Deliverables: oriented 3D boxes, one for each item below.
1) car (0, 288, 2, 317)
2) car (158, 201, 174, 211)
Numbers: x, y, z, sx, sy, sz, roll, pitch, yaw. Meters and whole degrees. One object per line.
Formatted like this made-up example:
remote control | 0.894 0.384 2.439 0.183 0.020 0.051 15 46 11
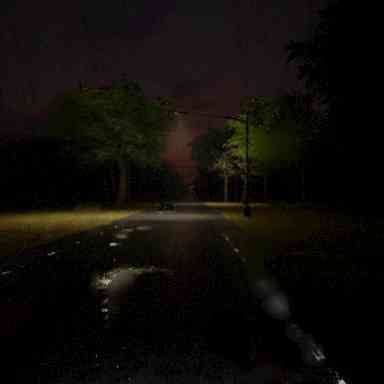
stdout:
car | -3.598 1.512 2.756 1.837 1.490 4.892 0 0 0
car | -3.542 1.942 46.310 1.994 1.385 4.181 0 -1 0
